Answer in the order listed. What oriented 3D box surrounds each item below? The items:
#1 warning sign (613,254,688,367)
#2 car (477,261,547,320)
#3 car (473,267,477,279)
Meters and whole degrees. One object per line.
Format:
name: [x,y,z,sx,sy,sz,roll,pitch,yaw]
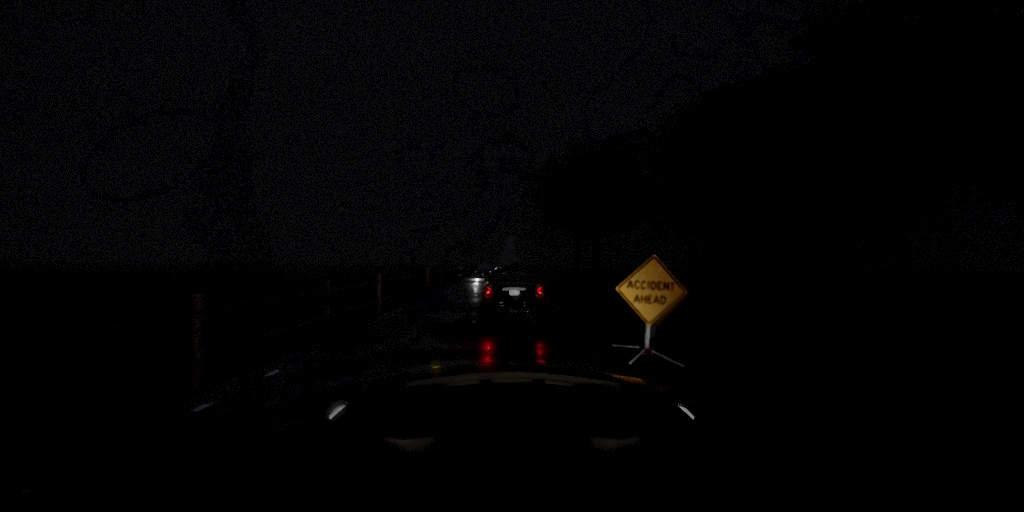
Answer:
warning sign: [2.446,0.892,6.552,1.300,1.860,1.060,0,0,0]
car: [0.074,1.179,13.147,2.097,1.767,4.553,0,-1,0]
car: [-2.867,1.551,37.389,1.812,1.442,4.674,0,0,0]
